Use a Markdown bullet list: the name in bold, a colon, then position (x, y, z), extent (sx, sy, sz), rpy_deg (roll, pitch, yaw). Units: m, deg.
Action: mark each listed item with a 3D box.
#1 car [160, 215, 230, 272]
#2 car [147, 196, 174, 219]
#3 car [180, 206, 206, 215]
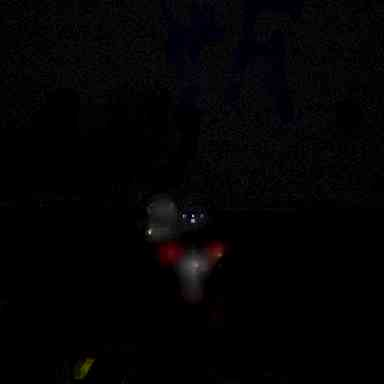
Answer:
- **car**: position (0.082, 1.664, 11.042), extent (1.895, 1.301, 4.718), rpy_deg (0, 0, 0)
- **car**: position (-2.841, 1.388, 31.263), extent (2.150, 2.045, 5.566), rpy_deg (0, 0, 0)
- **car**: position (0.076, 1.741, 25.647), extent (1.895, 1.301, 4.718), rpy_deg (0, 0, 0)
